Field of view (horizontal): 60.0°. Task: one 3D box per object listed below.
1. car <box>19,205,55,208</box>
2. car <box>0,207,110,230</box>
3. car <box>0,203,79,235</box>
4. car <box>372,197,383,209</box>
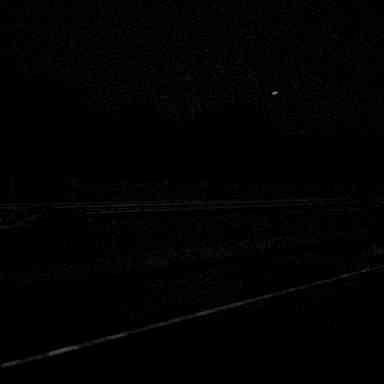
[{"bbox_3d":[-7.491,1.497,15.825,4.892,1.490,1.837,0,0,-35],"label":"car"},{"bbox_3d":[-5.541,1.498,12.916,4.892,1.490,1.837,0,0,-35],"label":"car"},{"bbox_3d":[-9.198,1.482,18.903,4.902,1.511,2.128,0,0,-35],"label":"car"},{"bbox_3d":[24.632,1.385,41.982,4.674,1.442,1.812,-1,1,-33],"label":"car"}]
